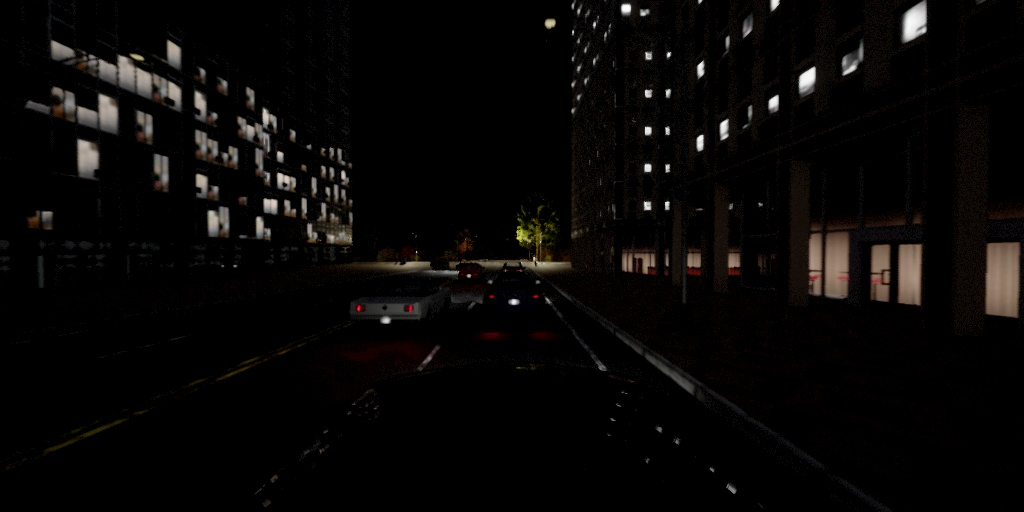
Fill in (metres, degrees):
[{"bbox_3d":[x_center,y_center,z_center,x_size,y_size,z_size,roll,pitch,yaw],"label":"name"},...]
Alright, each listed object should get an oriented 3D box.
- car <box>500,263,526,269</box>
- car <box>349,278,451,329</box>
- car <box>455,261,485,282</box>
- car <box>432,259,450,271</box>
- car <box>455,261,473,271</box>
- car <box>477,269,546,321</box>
[{"bbox_3d":[0.076,1.248,27.736,2.128,1.511,4.902,0,0,0],"label":"car"},{"bbox_3d":[-3.184,1.354,11.312,1.895,1.301,4.718,0,0,0],"label":"car"},{"bbox_3d":[-3.168,1.281,28.703,1.812,1.442,4.674,0,0,0],"label":"car"},{"bbox_3d":[-9.818,1.252,49.797,1.837,1.490,4.892,0,1,0],"label":"car"},{"bbox_3d":[-6.572,1.351,49.423,1.895,1.301,4.718,0,0,0],"label":"car"},{"bbox_3d":[0.072,1.317,12.496,1.994,1.385,4.181,0,0,0],"label":"car"}]
